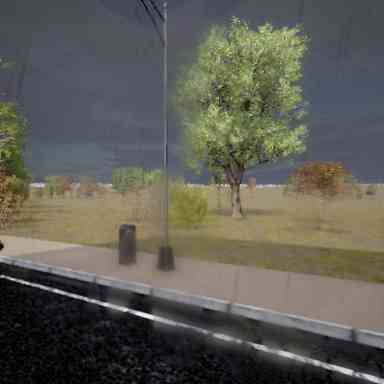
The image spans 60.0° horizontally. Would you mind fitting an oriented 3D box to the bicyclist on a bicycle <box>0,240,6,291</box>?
[{"bbox_3d":[-4.938,1.531,8.082,1.656,1.620,0.582,-1,-1,35],"label":"bicyclist on a bicycle"}]
